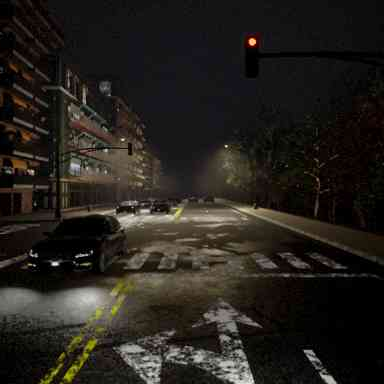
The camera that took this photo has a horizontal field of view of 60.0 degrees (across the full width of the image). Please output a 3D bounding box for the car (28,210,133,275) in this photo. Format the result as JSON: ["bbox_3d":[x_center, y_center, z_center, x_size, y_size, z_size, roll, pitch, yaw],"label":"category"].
[{"bbox_3d":[-3.323,1.522,10.517,1.837,1.490,4.892,0,-1,0],"label":"car"}]

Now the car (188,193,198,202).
[{"bbox_3d":[0.249,1.253,76.556,2.150,2.045,5.566,0,0,0],"label":"car"}]

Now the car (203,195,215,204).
[{"bbox_3d":[3.464,1.525,66.049,1.837,1.490,4.892,0,0,0],"label":"car"}]

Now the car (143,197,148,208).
[{"bbox_3d":[-6.452,1.496,45.408,2.128,1.511,4.902,0,0,0],"label":"car"}]

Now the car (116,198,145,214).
[{"bbox_3d":[-6.494,1.605,34.605,1.895,1.301,4.718,0,0,0],"label":"car"}]

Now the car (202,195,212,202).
[{"bbox_3d":[3.498,1.498,76.468,2.033,1.411,5.357,0,0,0],"label":"car"}]

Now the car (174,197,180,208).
[{"bbox_3d":[-3.187,1.536,49.187,1.812,1.442,4.674,0,0,0],"label":"car"}]

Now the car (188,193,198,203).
[{"bbox_3d":[0.316,1.512,66.466,2.128,1.511,4.902,0,0,0],"label":"car"}]

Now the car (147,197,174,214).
[{"bbox_3d":[-3.237,1.508,34.943,1.837,1.490,4.892,0,0,0],"label":"car"}]
